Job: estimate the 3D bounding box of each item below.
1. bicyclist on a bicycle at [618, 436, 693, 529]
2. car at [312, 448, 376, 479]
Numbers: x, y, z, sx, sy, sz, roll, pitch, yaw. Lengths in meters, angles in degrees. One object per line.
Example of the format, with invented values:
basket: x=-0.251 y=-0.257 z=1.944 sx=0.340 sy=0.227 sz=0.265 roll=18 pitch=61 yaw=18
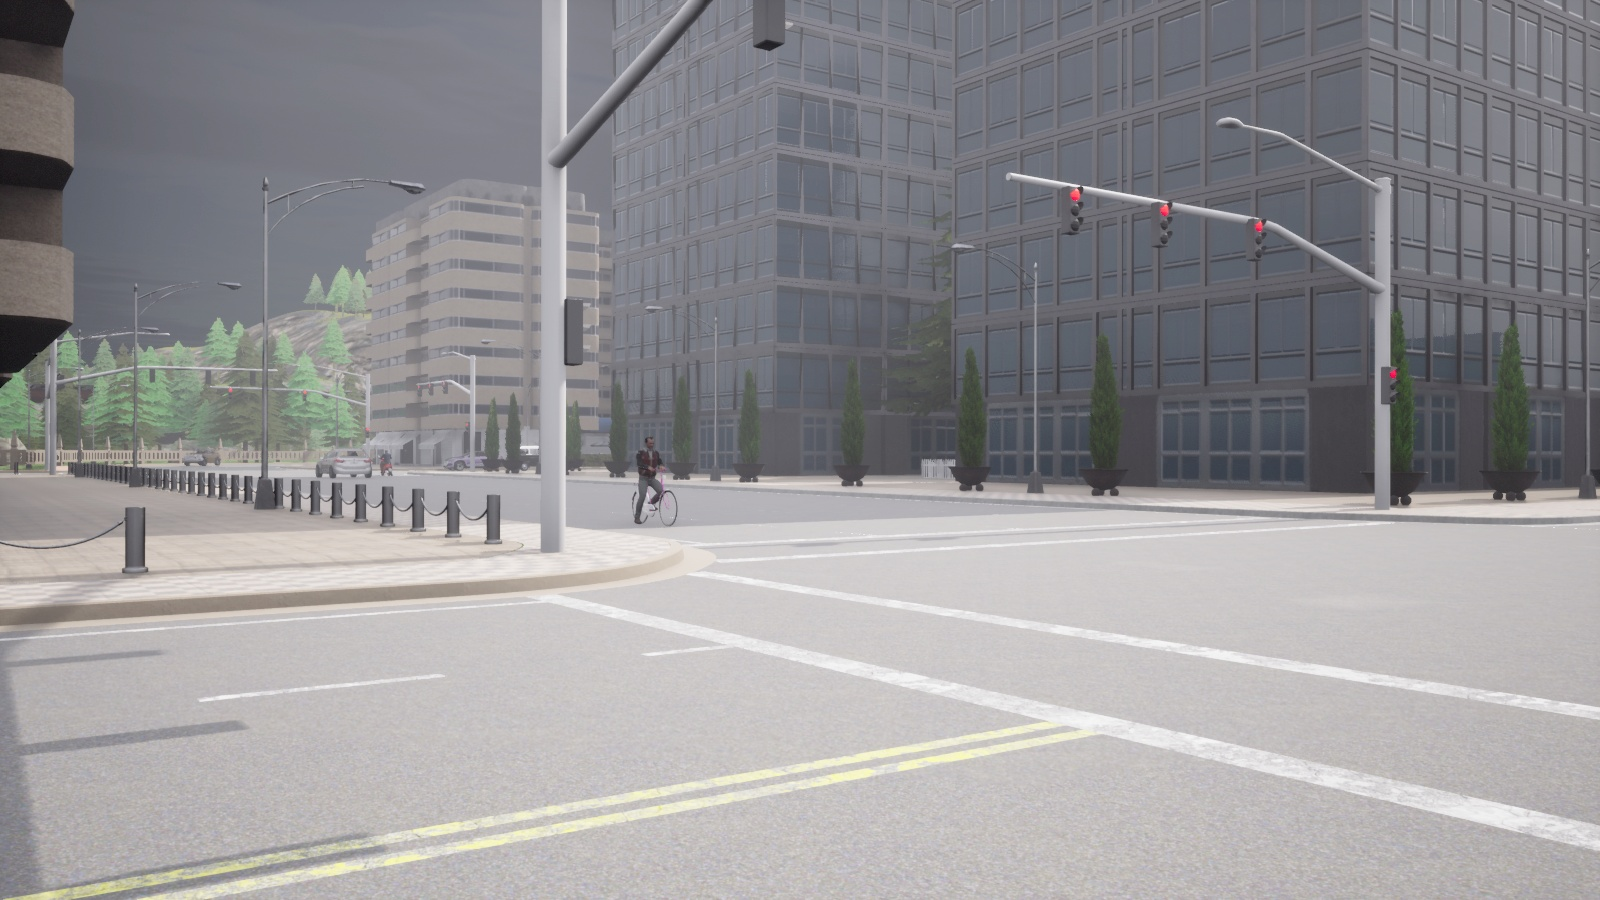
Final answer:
bicyclist on a bicycle: x=-2.865 y=0.627 z=24.769 sx=0.659 sy=1.776 sz=1.843 roll=0 pitch=0 yaw=-35
car: x=-25.523 y=0.760 z=70.225 sx=2.242 sy=1.667 sz=4.611 roll=0 pitch=0 yaw=-35
